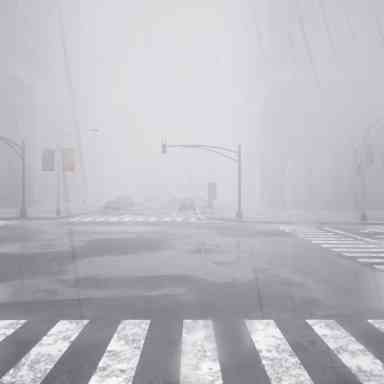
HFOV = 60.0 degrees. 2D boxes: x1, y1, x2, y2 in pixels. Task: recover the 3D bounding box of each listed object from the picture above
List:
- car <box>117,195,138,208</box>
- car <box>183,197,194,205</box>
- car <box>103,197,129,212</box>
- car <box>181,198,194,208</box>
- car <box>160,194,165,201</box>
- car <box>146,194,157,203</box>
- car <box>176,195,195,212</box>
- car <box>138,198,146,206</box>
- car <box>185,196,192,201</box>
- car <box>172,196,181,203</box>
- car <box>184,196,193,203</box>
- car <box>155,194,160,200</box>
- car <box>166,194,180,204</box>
[{"bbox_3d":[-9.120,1.335,44.374,2.192,1.841,5.009,0,0,0],"label":"car"},{"bbox_3d":[-0.682,1.603,60.690,1.887,1.381,4.507,0,0,0],"label":"car"},{"bbox_3d":[-9.090,1.574,38.948,1.947,1.339,4.313,0,0,0],"label":"car"},{"bbox_3d":[-0.623,1.614,49.840,1.802,1.307,4.206,0,0,0],"label":"car"},{"bbox_3d":[-9.381,1.695,93.207,1.887,1.381,4.507,0,0,0],"label":"car"},{"bbox_3d":[-9.265,1.668,71.504,1.802,1.307,4.206,0,0,0],"label":"car"},{"bbox_3d":[-0.566,1.448,38.991,1.967,1.590,4.097,0,0,0],"label":"car"},{"bbox_3d":[-9.176,1.570,55.056,1.752,1.417,4.829,0,0,0],"label":"car"},{"bbox_3d":[-0.857,1.696,93.240,1.887,1.381,4.507,0,0,0],"label":"car"},{"bbox_3d":[-3.522,1.651,75.843,1.994,1.385,4.181,0,0,0],"label":"car"},{"bbox_3d":[-0.741,1.612,71.710,1.752,1.417,4.829,0,0,0],"label":"car"},{"bbox_3d":[-9.295,1.417,76.930,2.192,1.841,5.009,0,0,0],"label":"car"},{"bbox_3d":[-3.356,1.569,63.013,1.837,1.490,4.892,0,0,0],"label":"car"}]
